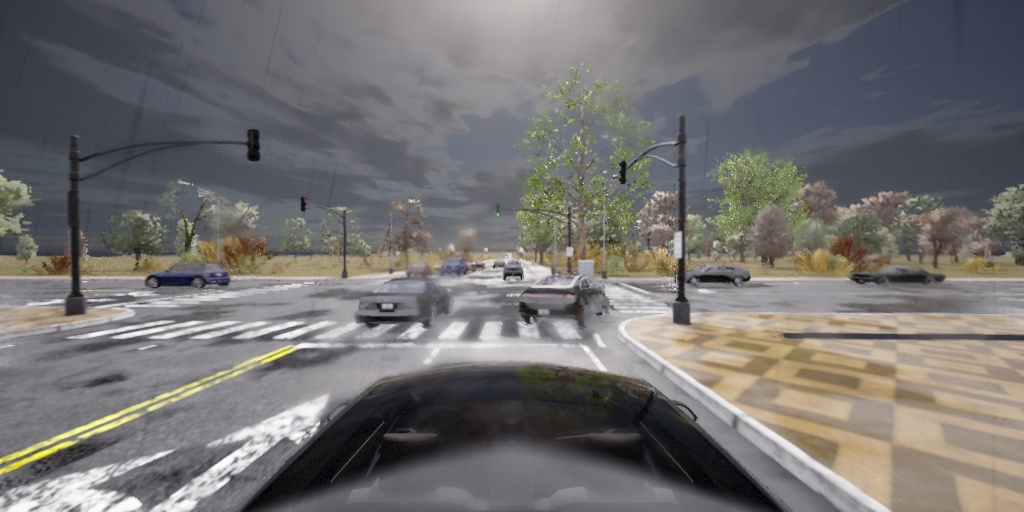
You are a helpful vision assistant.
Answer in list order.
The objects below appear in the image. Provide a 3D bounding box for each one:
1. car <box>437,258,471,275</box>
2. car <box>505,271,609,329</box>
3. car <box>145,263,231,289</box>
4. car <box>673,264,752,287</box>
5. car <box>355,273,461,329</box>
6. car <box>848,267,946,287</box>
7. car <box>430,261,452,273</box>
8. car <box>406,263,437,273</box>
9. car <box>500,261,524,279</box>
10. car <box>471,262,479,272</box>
[{"bbox_3d":[-6.436,1.190,40.234,2.150,2.045,5.566,0,0,3],"label":"car"},{"bbox_3d":[1.853,1.349,11.697,2.128,1.511,4.902,-1,-2,24],"label":"car"},{"bbox_3d":[-21.358,1.226,23.694,4.553,1.767,2.097,0,1,3],"label":"car"},{"bbox_3d":[13.771,1.287,24.831,4.902,1.511,2.128,0,1,3],"label":"car"},{"bbox_3d":[-3.156,1.395,11.579,2.033,1.411,5.357,0,-2,0],"label":"car"},{"bbox_3d":[25.913,1.379,24.251,4.718,1.301,1.895,0,1,3],"label":"car"},{"bbox_3d":[-9.561,1.490,48.858,1.882,1.535,5.008,0,0,1],"label":"car"},{"bbox_3d":[-9.757,1.483,38.197,1.812,1.442,4.674,0,0,1],"label":"car"},{"bbox_3d":[0.131,1.450,34.905,1.837,1.490,4.892,0,0,1],"label":"car"},{"bbox_3d":[-6.265,1.587,50.811,1.994,1.385,4.181,0,0,1],"label":"car"}]
